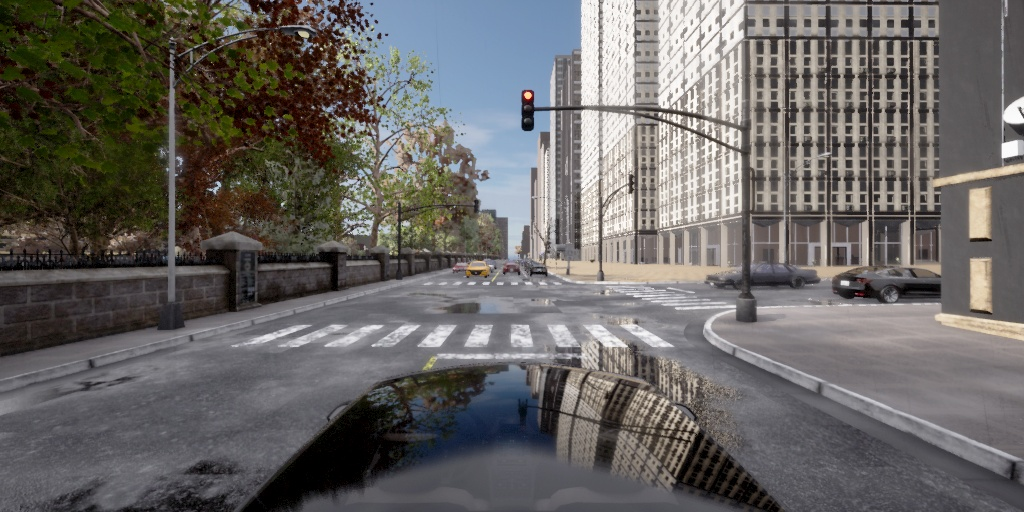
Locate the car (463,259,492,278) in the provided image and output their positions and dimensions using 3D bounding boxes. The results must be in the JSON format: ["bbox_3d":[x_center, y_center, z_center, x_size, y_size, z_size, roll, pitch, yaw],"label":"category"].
[{"bbox_3d":[-3.199,1.241,34.263,1.882,1.535,5.008,0,0,0],"label":"car"}]

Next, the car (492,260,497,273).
[{"bbox_3d":[-3.228,1.372,44.326,1.895,1.301,4.718,0,0,0],"label":"car"}]

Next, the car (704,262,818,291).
[{"bbox_3d":[13.392,1.053,19.317,5.357,1.411,2.033,-1,0,-1],"label":"car"}]

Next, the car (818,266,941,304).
[{"bbox_3d":[14.649,1.026,13.547,4.313,1.339,1.948,0,0,0],"label":"car"}]

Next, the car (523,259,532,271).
[{"bbox_3d":[2.566,1.335,41.725,1.948,1.339,4.313,0,0,0],"label":"car"}]

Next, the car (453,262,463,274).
[{"bbox_3d":[-5.815,1.351,41.699,1.802,1.307,4.207,0,0,0],"label":"car"}]

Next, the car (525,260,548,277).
[{"bbox_3d":[2.583,1.331,36.092,1.948,1.339,4.313,0,0,0],"label":"car"}]

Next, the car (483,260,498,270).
[{"bbox_3d":[-3.253,1.329,54.881,2.033,1.411,5.357,0,0,0],"label":"car"}]

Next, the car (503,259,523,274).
[{"bbox_3d":[-0.039,1.293,40.309,1.812,1.442,4.674,0,0,0],"label":"car"}]
